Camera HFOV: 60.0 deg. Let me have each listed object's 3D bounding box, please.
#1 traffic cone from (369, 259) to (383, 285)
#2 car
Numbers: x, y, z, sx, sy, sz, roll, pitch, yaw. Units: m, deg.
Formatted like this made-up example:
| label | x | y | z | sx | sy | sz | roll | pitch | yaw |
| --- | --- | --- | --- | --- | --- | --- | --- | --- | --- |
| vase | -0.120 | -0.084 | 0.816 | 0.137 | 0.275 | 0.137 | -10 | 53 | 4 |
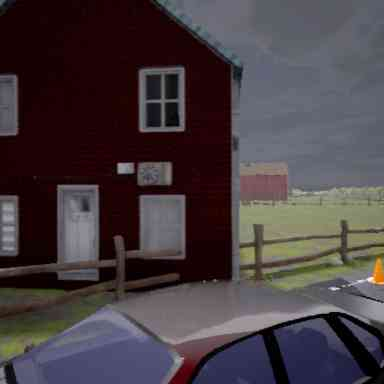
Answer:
| label | x | y | z | sx | sy | sz | roll | pitch | yaw |
| --- | --- | --- | --- | --- | --- | --- | --- | --- | --- |
| traffic cone | 4.649 | 1.953 | 8.276 | 0.340 | 0.580 | 0.340 | 0 | 0 | -32 |
| car | 0.037 | 1.544 | 2.564 | 5.357 | 1.411 | 2.033 | 0 | 0 | -35 |
